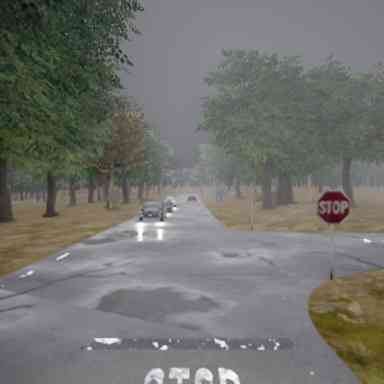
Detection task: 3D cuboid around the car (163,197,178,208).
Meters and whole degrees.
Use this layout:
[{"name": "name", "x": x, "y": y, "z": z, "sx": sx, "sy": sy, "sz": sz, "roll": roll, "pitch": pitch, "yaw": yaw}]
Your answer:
[{"name": "car", "x": -3.071, "y": 1.437, "z": 47.353, "sx": 1.812, "sy": 1.442, "sz": 4.674, "roll": 0, "pitch": 0, "yaw": 0}]

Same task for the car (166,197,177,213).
[{"name": "car", "x": -3.078, "y": 1.498, "z": 37.059, "sx": 2.033, "sy": 1.411, "sz": 5.357, "roll": 0, "pitch": 0, "yaw": 0}]

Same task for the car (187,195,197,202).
[{"name": "car", "x": 0.021, "y": 1.297, "z": 67.867, "sx": 1.837, "sy": 1.490, "sz": 4.892, "roll": 0, "pitch": 0, "yaw": 0}]

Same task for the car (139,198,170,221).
[{"name": "car", "x": -3.083, "y": 1.471, "z": 27.016, "sx": 1.837, "sy": 1.490, "sz": 4.892, "roll": 1, "pitch": 0, "yaw": 0}]
